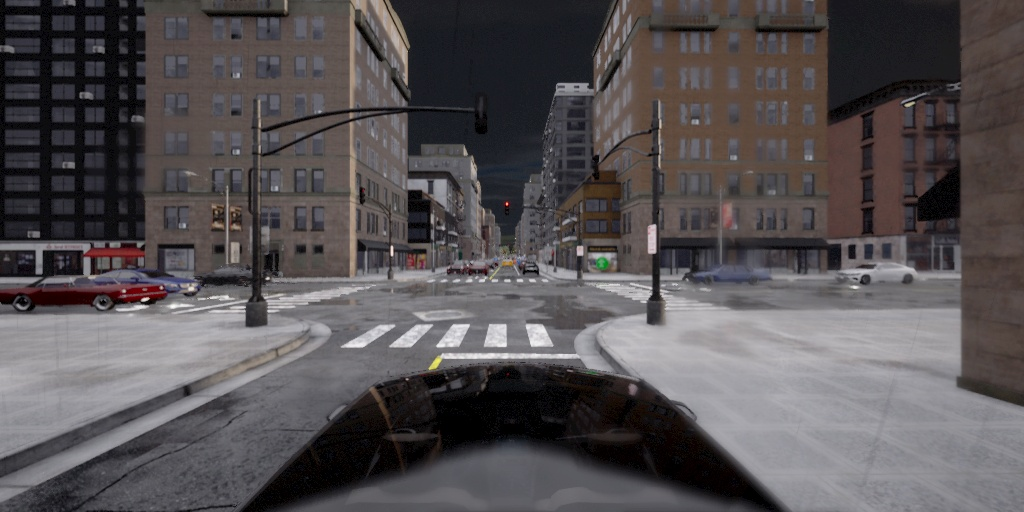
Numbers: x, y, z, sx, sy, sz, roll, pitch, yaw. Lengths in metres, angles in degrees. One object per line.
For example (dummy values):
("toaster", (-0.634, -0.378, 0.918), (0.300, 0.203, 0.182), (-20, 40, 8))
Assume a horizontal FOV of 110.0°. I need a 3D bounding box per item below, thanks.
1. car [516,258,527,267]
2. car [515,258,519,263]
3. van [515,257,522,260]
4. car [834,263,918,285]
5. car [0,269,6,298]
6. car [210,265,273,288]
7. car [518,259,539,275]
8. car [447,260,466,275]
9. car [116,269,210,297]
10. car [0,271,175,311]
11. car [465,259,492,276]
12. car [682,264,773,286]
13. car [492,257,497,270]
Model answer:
("car", (1.947, 1.374, 50.743), (1.802, 1.307, 4.207), (0, 0, 0))
("car", (1.908, 1.367, 56.253), (1.948, 1.339, 4.313), (0, 0, 0))
("van", (1.869, 1.153, 61.763), (1.690, 1.789, 3.998), (0, 0, 0))
("car", (24.818, 1.170, 24.469), (4.674, 1.442, 1.812), (0, 0, -1))
("car", (-28.327, 1.395, 17.123), (5.357, 1.411, 2.033), (0, 0, -1))
("car", (-18.570, 1.345, 23.888), (4.674, 1.442, 1.812), (0, 0, 0))
("car", (2.024, 1.342, 39.721), (1.948, 1.339, 4.313), (0, 0, 0))
("car", (-6.001, 1.217, 39.665), (1.967, 1.591, 4.097), (0, 0, 0))
("car", (-17.737, 1.331, 17.247), (4.674, 1.442, 1.812), (0, 0, 1))
("car", (-16.565, 1.397, 14.018), (4.718, 1.301, 1.895), (0, 0, -1))
("car", (-3.451, 1.252, 37.857), (1.882, 1.535, 5.008), (0, 0, 0))
("car", (14.567, 1.234, 24.351), (5.357, 1.411, 2.033), (0, 0, -1))
("car", (-3.551, 1.302, 53.233), (1.837, 1.490, 4.892), (0, 0, 0))
